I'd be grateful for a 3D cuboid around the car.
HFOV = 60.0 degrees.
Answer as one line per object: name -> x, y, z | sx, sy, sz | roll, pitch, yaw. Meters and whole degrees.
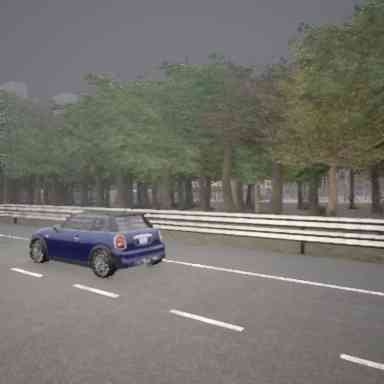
car -> -3.058, 1.358, 10.354 | 4.553, 1.767, 2.097 | 0, 0, 36
